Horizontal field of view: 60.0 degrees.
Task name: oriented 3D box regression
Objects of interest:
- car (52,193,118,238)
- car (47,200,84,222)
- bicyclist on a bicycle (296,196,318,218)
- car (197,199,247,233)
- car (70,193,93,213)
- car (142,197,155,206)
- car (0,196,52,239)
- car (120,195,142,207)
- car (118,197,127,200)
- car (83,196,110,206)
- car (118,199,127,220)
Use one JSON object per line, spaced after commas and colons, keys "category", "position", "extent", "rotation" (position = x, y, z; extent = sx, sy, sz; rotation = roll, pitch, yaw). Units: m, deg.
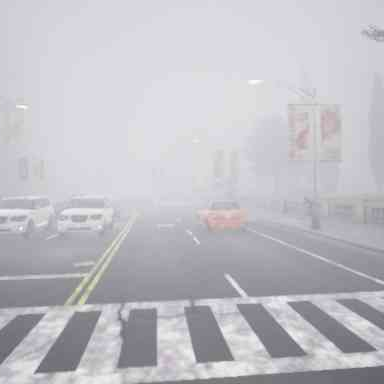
{"category": "car", "position": [-5.560, 1.200, 18.110], "extent": [2.150, 2.045, 5.566], "rotation": [-1, 0, -7]}
{"category": "car", "position": [-10.259, 1.493, 27.386], "extent": [1.837, 1.490, 4.892], "rotation": [-1, 0, -8]}
{"category": "bicyclist on a bicycle", "position": [8.315, 1.101, 24.094], "extent": [1.656, 1.620, 0.582], "rotation": [-1, 0, -7]}
{"category": "car", "position": [1.569, 1.249, 19.018], "extent": [2.097, 1.767, 4.553], "rotation": [-1, 0, -7]}
{"category": "car", "position": [-12.607, 1.189, 37.575], "extent": [2.150, 2.045, 5.566], "rotation": [-1, 0, -21]}
{"category": "car", "position": [-7.399, 1.416, 50.685], "extent": [1.994, 1.385, 4.181], "rotation": [-1, 0, -36]}
{"category": "car", "position": [-9.036, 1.240, 17.702], "extent": [2.150, 2.045, 5.566], "rotation": [-1, 0, -7]}
{"category": "car", "position": [-9.556, 1.241, 47.648], "extent": [2.097, 1.767, 4.553], "rotation": [-1, 0, -35]}
{"category": "car", "position": [-8.877, 1.529, 37.468], "extent": [1.895, 1.301, 4.718], "rotation": [-1, 0, -19]}
{"category": "car", "position": [-15.883, 1.428, 55.339], "extent": [4.892, 1.490, 1.837], "rotation": [0, 0, 40]}
{"category": "car", "position": [-6.770, 1.549, 27.805], "extent": [1.895, 1.301, 4.718], "rotation": [-1, 0, -8]}
